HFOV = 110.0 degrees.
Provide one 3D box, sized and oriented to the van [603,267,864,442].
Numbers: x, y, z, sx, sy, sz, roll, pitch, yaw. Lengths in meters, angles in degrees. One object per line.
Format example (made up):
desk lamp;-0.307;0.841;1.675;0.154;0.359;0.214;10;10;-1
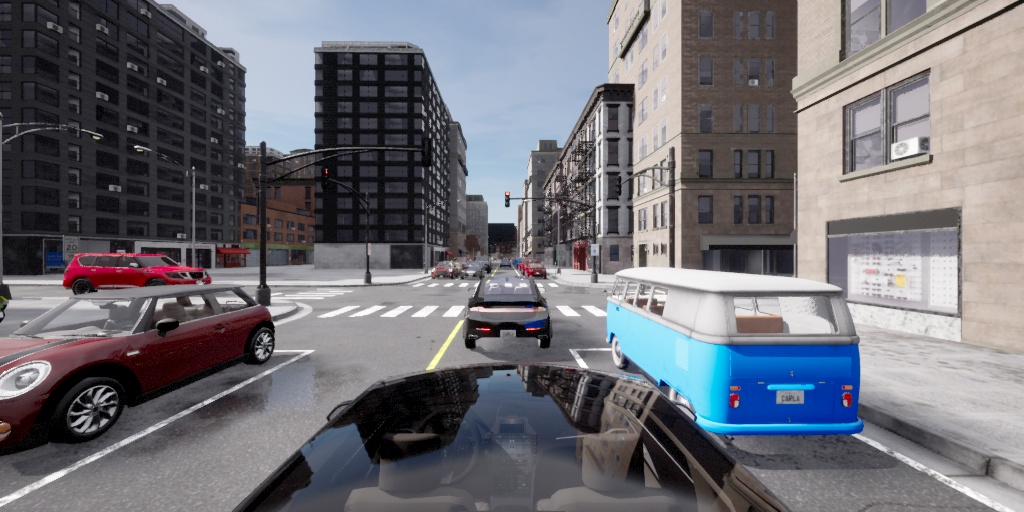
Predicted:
van;2.586;1.091;5.224;1.690;1.789;3.998;0;0;-1

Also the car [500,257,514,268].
car;-1.107;1.307;62.261;1.994;1.385;4.181;0;0;-1

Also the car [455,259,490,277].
car;-3.383;1.240;31.599;2.128;1.511;4.902;0;0;-1

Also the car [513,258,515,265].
car;1.589;1.310;59.144;1.948;1.339;4.313;0;0;-1

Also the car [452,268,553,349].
car;-0.123;1.241;9.160;2.128;1.511;4.902;0;0;-1

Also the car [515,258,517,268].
car;1.789;1.292;48.326;1.888;1.381;4.507;0;0;-1

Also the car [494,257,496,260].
car;-3.762;1.294;52.164;2.033;1.411;5.357;0;0;-1

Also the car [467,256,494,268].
car;-3.570;0.970;41.762;2.150;2.045;5.566;0;0;0

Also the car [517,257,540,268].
car;1.989;1.063;37.509;2.192;1.841;5.009;0;0;-1

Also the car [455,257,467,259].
car;-6.135;1.063;42.769;2.192;1.841;5.009;0;0;-1

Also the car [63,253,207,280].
car;-17.702;0.883;17.093;5.566;2.045;2.150;0;0;-1

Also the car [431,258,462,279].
car;-5.935;1.188;31.952;1.967;1.591;4.097;0;0;-1

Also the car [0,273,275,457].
car;-5.438;1.189;5.076;1.967;1.591;4.097;0;0;-1

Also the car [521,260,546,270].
car;2.089;1.294;32.100;1.888;1.381;4.507;0;0;-1

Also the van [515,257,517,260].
van;1.689;1.087;53.735;1.690;1.789;3.998;0;0;-1
